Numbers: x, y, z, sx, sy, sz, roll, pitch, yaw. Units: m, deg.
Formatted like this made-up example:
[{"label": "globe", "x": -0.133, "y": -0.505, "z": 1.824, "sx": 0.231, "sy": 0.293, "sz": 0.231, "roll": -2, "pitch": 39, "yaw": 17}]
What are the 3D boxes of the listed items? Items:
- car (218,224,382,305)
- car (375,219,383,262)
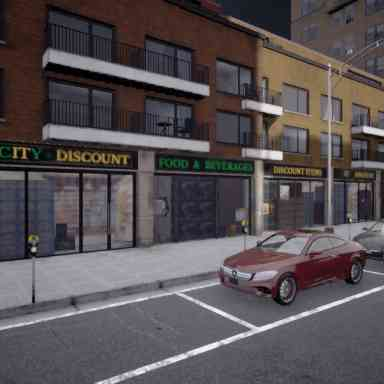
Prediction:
[{"label": "car", "x": 2.554, "y": 1.582, "z": 8.002, "sx": 4.206, "sy": 1.307, "sz": 1.802, "roll": 0, "pitch": 0, "yaw": -35}, {"label": "car", "x": 7.051, "y": 1.551, "z": 11.202, "sx": 4.403, "sy": 1.369, "sz": 2.008, "roll": 0, "pitch": 0, "yaw": -35}]
